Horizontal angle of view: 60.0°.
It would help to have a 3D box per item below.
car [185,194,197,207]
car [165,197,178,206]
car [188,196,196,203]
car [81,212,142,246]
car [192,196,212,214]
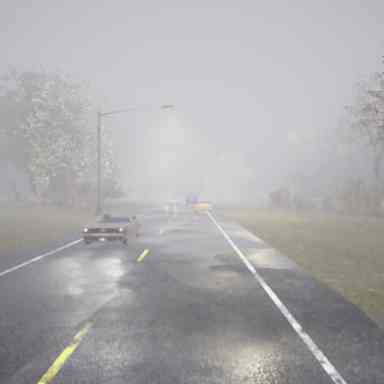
[{"bbox_3d":[0.013,1.345,54.495,2.150,2.045,5.566,0,0,0],"label":"car"},{"bbox_3d":[-3.528,1.664,57.808,1.812,1.442,4.674,0,0,1],"label":"car"},{"bbox_3d":[0.017,1.614,72.647,1.812,1.442,4.674,0,0,0],"label":"car"},{"bbox_3d":[-3.596,1.619,15.629,1.895,1.301,4.718,0,0,0],"label":"car"},{"bbox_3d":[1.233,1.523,36.878,1.801,1.575,5.366,0,0,0],"label":"car"}]
